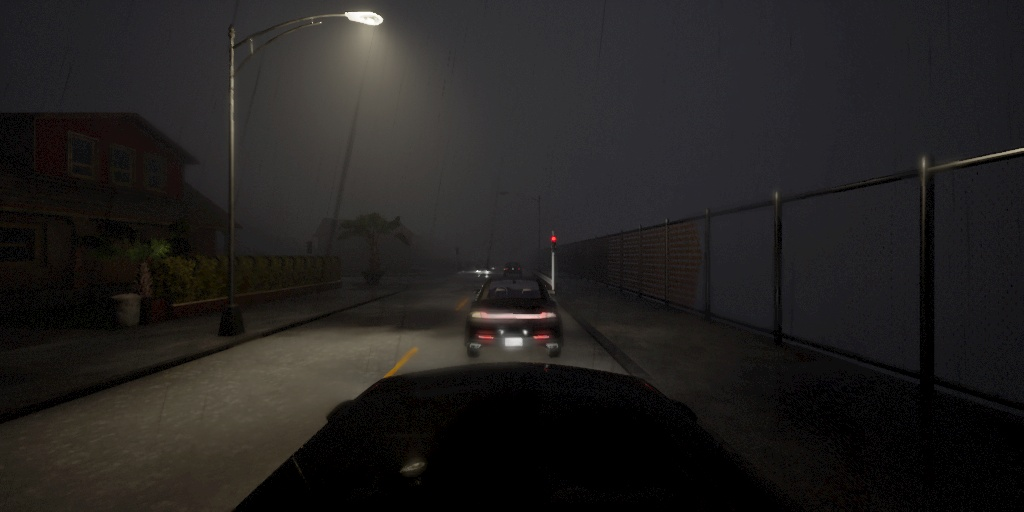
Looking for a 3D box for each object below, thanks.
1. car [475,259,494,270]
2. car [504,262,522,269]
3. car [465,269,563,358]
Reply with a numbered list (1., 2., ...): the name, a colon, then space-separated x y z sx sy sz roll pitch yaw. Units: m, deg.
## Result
1. car: -4.107 1.236 51.464 2.128 1.511 4.902 0 0 0
2. car: 0.088 1.294 37.225 2.033 1.411 5.357 0 0 0
3. car: 0.052 1.241 8.472 2.128 1.511 4.902 0 0 0
